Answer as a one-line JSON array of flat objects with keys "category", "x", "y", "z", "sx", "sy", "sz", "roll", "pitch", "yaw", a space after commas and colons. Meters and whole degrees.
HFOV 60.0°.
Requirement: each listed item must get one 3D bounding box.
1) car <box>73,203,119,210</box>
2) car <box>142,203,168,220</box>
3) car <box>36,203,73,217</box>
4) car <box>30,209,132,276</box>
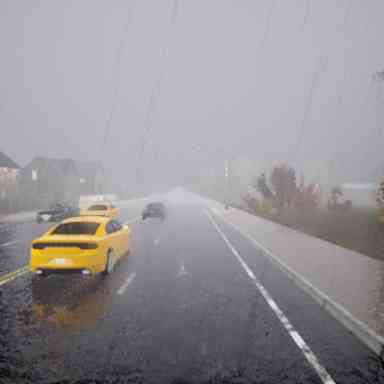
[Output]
[{"category": "car", "x": -6.518, "y": 1.537, "z": 23.824, "sx": 1.882, "sy": 1.535, "sz": 5.008, "roll": 0, "pitch": 0, "yaw": 1}, {"category": "car", "x": -3.143, "y": 1.616, "z": 28.802, "sx": 2.033, "sy": 1.411, "sz": 5.357, "roll": 0, "pitch": 0, "yaw": 0}, {"category": "car", "x": -9.758, "y": 1.554, "z": 24.723, "sx": 2.128, "sy": 1.511, "sz": 4.902, "roll": 0, "pitch": 0, "yaw": 0}, {"category": "car", "x": -3.147, "y": 1.505, "z": 10.440, "sx": 1.882, "sy": 1.535, "sz": 5.008, "roll": 0, "pitch": 0, "yaw": 0}]
